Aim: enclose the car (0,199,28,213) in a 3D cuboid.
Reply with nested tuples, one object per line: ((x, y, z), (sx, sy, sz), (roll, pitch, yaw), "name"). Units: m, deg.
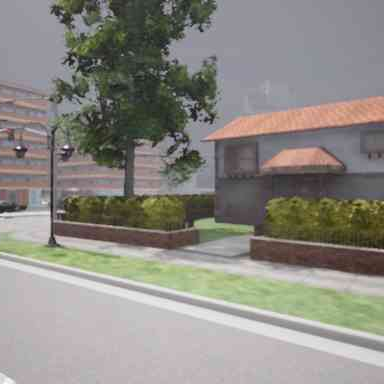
((-19.231, 1.543, 33.330), (1.895, 1.301, 4.718), (0, 0, 33), "car")

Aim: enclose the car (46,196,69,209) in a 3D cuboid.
((-16.445, 1.289, 43.080), (2.097, 1.767, 4.553), (0, 0, 35), "car")

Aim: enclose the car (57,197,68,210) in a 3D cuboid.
((-13.831, 1.541, 40.735), (1.895, 1.301, 4.718), (0, 0, 36), "car")

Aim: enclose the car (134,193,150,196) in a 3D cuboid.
((-8.266, 1.164, 48.387), (2.150, 2.045, 5.566), (0, 0, 36), "car")
